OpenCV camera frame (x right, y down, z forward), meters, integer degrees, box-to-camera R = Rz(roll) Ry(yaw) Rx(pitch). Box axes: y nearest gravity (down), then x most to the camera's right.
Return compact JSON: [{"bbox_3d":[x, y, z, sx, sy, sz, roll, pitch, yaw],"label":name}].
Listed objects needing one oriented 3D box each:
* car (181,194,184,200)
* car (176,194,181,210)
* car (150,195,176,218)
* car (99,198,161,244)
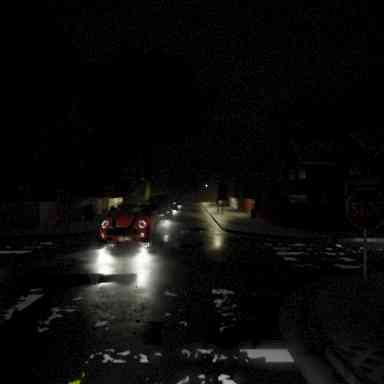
[{"bbox_3d":[-2.923,1.600,59.953,1.837,1.490,4.892,0,0,0],"label":"car"},{"bbox_3d":[-2.953,1.409,43.368,2.097,1.767,4.553,0,0,0],"label":"car"},{"bbox_3d":[-2.933,1.257,30.320,2.150,2.045,5.566,0,0,0],"label":"car"},{"bbox_3d":[-2.890,1.364,15.930,2.097,1.767,4.553,0,0,0],"label":"car"}]
